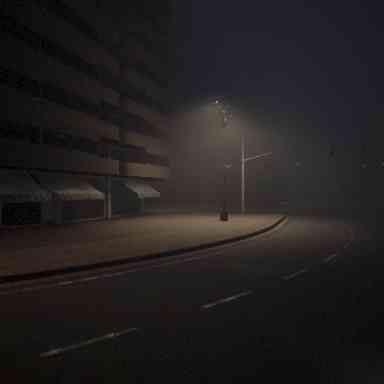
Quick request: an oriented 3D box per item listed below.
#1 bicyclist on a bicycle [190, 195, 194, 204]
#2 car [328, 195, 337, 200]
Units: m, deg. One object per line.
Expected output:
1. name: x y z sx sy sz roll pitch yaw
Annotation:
1. bicyclist on a bicycle: 0.040 1.352 57.194 0.582 1.620 1.656 0 0 20
2. car: 37.172 1.533 88.193 1.994 1.385 4.181 0 0 21
